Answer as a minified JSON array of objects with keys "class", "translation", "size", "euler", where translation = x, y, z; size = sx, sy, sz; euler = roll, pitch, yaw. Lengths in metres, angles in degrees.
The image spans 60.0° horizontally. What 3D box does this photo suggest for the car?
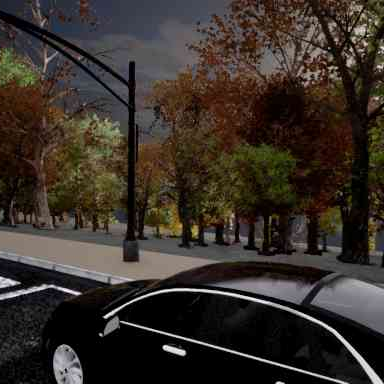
[{"class":"car","translation":[0.398,1.505,3.391],"size":[4.892,1.490,1.837],"euler":[0,0,36]}]
